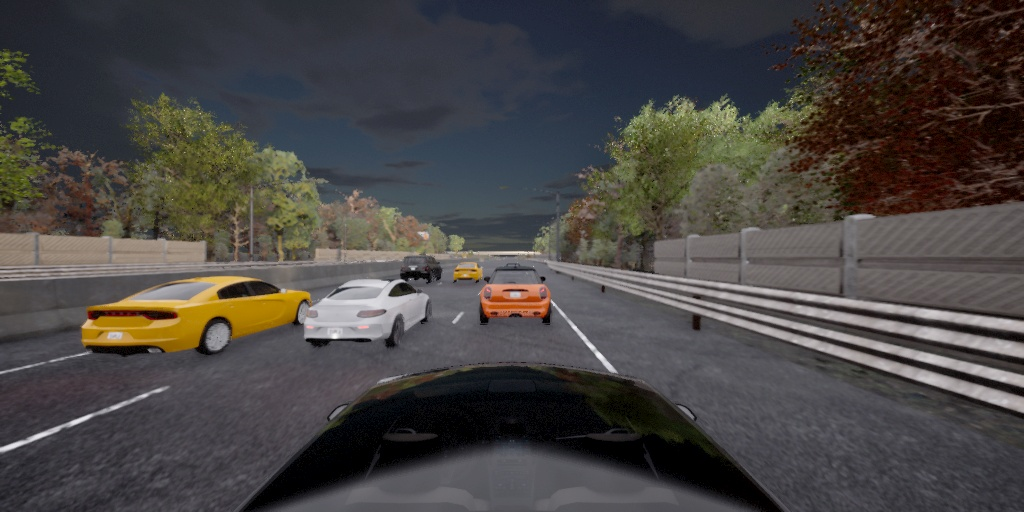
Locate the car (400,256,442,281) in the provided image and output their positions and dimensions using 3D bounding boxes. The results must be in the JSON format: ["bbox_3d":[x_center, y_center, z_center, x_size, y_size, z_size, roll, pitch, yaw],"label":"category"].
[{"bbox_3d":[-6.897,0.993,27.677,2.150,2.045,5.566,0,0,0],"label":"car"}]

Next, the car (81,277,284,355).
[{"bbox_3d":[-6.896,1.233,8.705,1.882,1.535,5.008,0,0,0],"label":"car"}]

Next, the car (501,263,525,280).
[{"bbox_3d":[0.110,1.341,32.218,1.994,1.385,4.181,0,0,0],"label":"car"}]

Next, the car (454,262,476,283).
[{"bbox_3d":[-3.392,1.250,28.437,1.882,1.535,5.008,0,0,0],"label":"car"}]

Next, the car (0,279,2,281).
[{"bbox_3d":[-24.515,1.307,14.261,2.033,1.411,5.357,0,0,0],"label":"car"}]

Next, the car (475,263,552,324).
[{"bbox_3d":[0.100,1.109,12.176,2.097,1.767,4.553,0,0,0],"label":"car"}]

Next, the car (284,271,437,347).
[{"bbox_3d":[-3.394,1.281,9.185,1.812,1.442,4.674,0,0,0],"label":"car"}]
